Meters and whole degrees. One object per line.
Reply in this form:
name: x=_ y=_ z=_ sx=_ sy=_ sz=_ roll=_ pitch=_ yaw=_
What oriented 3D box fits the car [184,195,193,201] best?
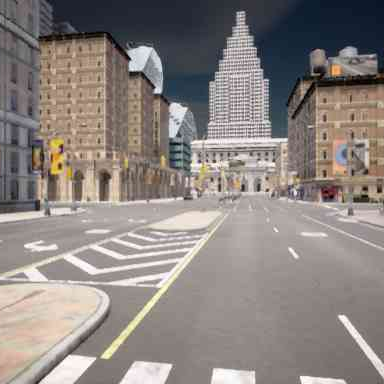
car: x=-0.923 y=1.563 z=85.445 sx=1.895 sy=1.301 sz=4.718 roll=0 pitch=0 yaw=9
